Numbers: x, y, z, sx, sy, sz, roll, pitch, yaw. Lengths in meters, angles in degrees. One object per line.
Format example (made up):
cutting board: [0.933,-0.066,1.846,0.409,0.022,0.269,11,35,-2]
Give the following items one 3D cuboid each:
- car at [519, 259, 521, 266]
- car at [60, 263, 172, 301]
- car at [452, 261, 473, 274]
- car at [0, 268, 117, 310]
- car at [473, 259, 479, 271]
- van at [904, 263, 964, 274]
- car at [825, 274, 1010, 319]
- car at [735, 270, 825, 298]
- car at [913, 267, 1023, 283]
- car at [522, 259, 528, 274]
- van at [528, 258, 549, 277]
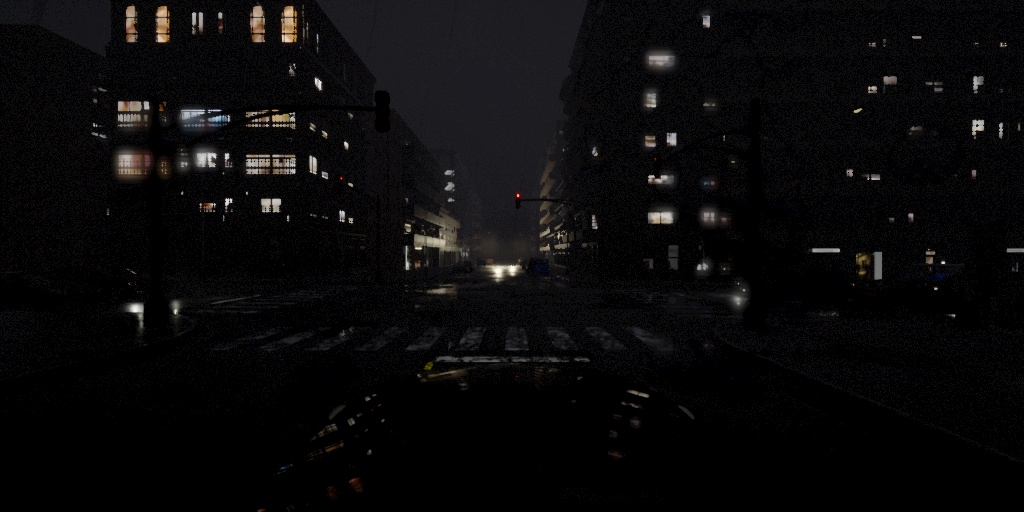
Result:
car: [2.618,1.252,58.018,1.967,1.591,4.097,0,0,0]
car: [-18.007,1.086,15.801,5.008,1.535,1.882,1,0,0]
car: [-5.886,1.358,41.497,1.802,1.307,4.207,0,0,0]
car: [-17.756,1.215,13.219,4.207,1.307,1.802,0,0,0]
car: [-5.894,1.352,47.018,1.948,1.339,4.313,0,0,0]
van: [26.071,1.343,21.563,3.998,1.789,1.690,0,0,0]
car: [14.697,1.498,13.200,4.507,1.381,1.888,0,0,0]
car: [14.956,1.453,18.993,5.357,1.411,2.033,1,0,0]
car: [24.866,1.516,18.987,4.892,1.490,1.837,1,0,0]
car: [2.680,1.091,41.457,2.192,1.841,5.009,0,0,0]
van: [2.776,1.109,35.961,1.690,1.789,3.998,0,0,0]
